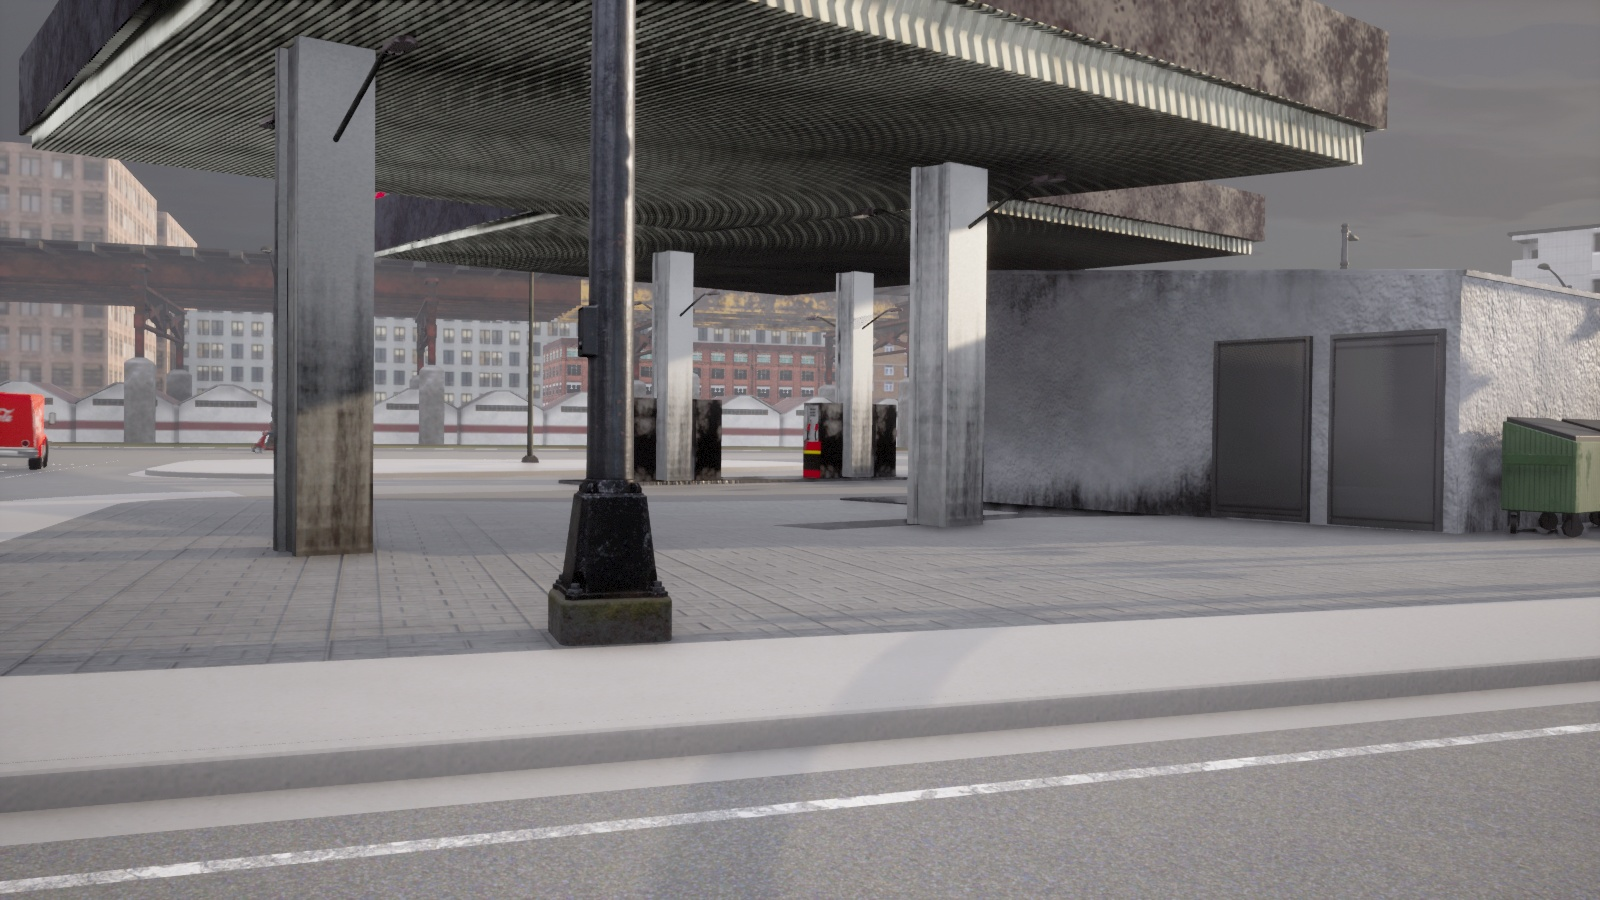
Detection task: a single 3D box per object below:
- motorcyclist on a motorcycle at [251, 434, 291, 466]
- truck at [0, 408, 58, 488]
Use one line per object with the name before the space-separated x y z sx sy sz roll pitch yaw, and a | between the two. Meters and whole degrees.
motorcyclist on a motorcycle | -26.892 0.003 63.873 1.817 1.590 0.866 -1 1 -19
truck | -26.019 -0.075 40.962 2.627 2.467 5.204 0 0 -25
